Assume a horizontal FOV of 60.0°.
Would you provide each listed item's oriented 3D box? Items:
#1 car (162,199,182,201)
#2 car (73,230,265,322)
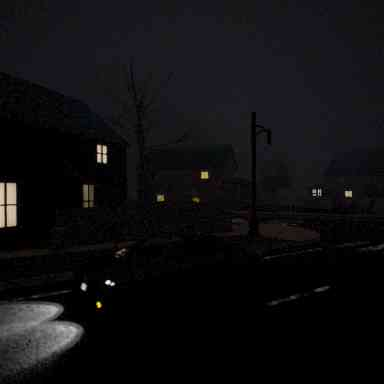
[{"bbox_3d":[-1.175,1.359,25.711,4.892,1.490,1.837,0,1,22],"label":"car"},{"bbox_3d":[-0.364,1.565,7.286,4.181,1.385,1.994,0,0,-35],"label":"car"}]
